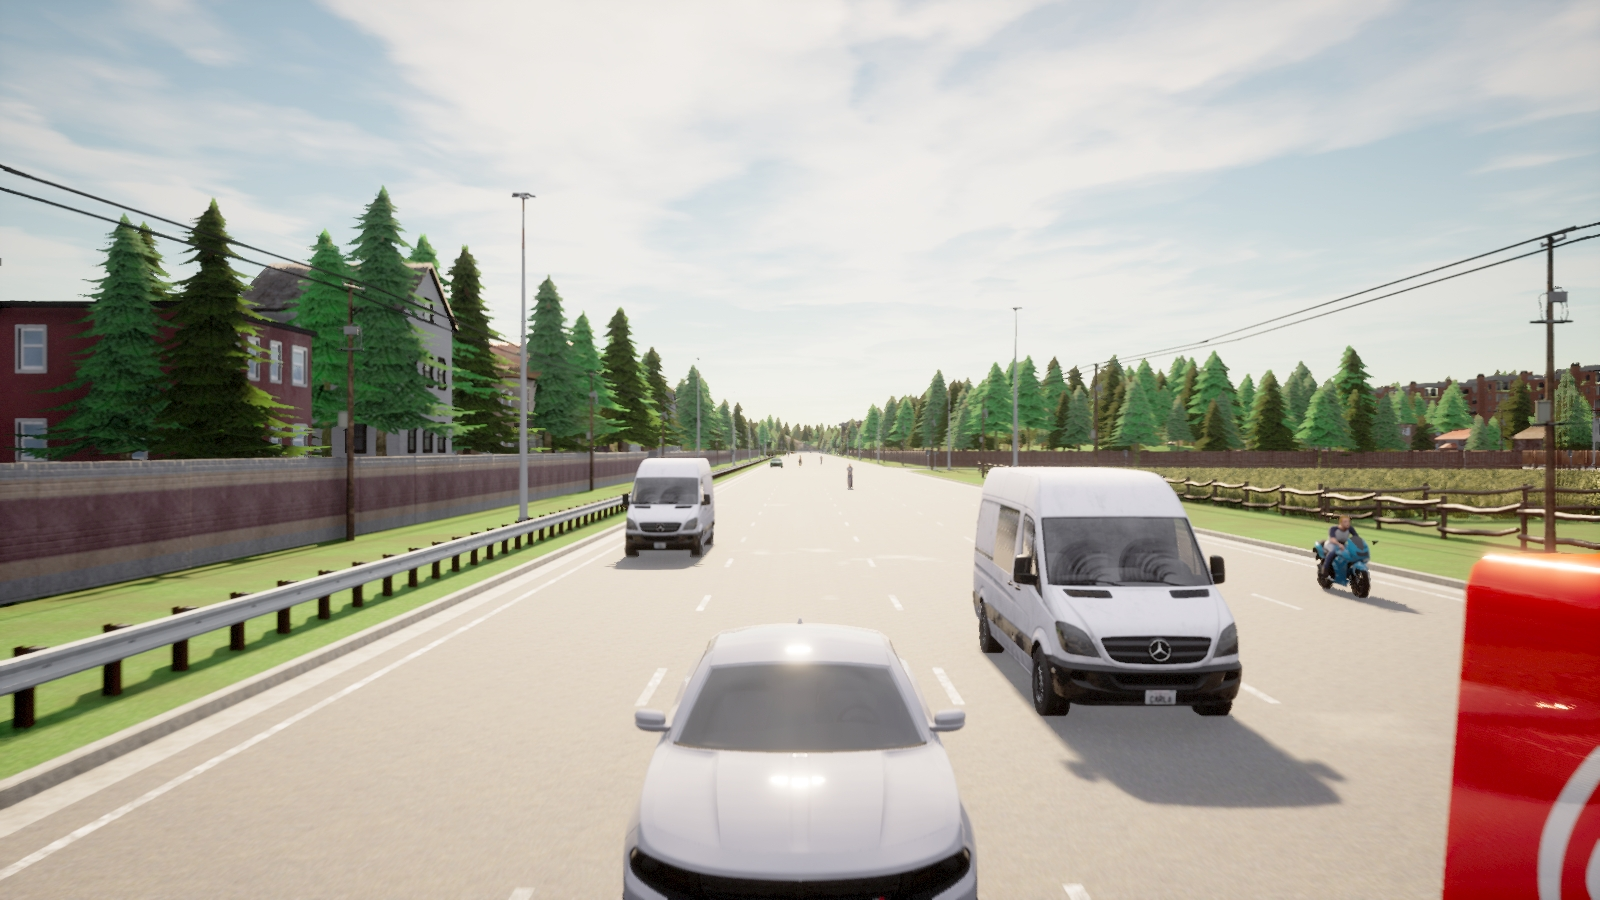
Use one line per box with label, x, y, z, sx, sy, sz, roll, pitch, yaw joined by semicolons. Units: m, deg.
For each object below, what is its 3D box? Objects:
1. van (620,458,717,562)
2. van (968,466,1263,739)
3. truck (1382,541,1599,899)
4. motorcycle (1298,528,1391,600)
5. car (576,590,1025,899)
van;-3.502;1.511;31.473;1.988;2.561;5.915;0;0;0
van;3.497;1.523;14.034;1.988;2.561;5.915;0;0;0
truck;3.563;1.571;1.848;2.627;2.467;5.204;0;0;1
motorcycle;10.486;2.169;22.082;0.803;1.199;2.033;0;0;0
car;0.001;2.027;7.841;2.097;1.535;5.006;0;0;0
